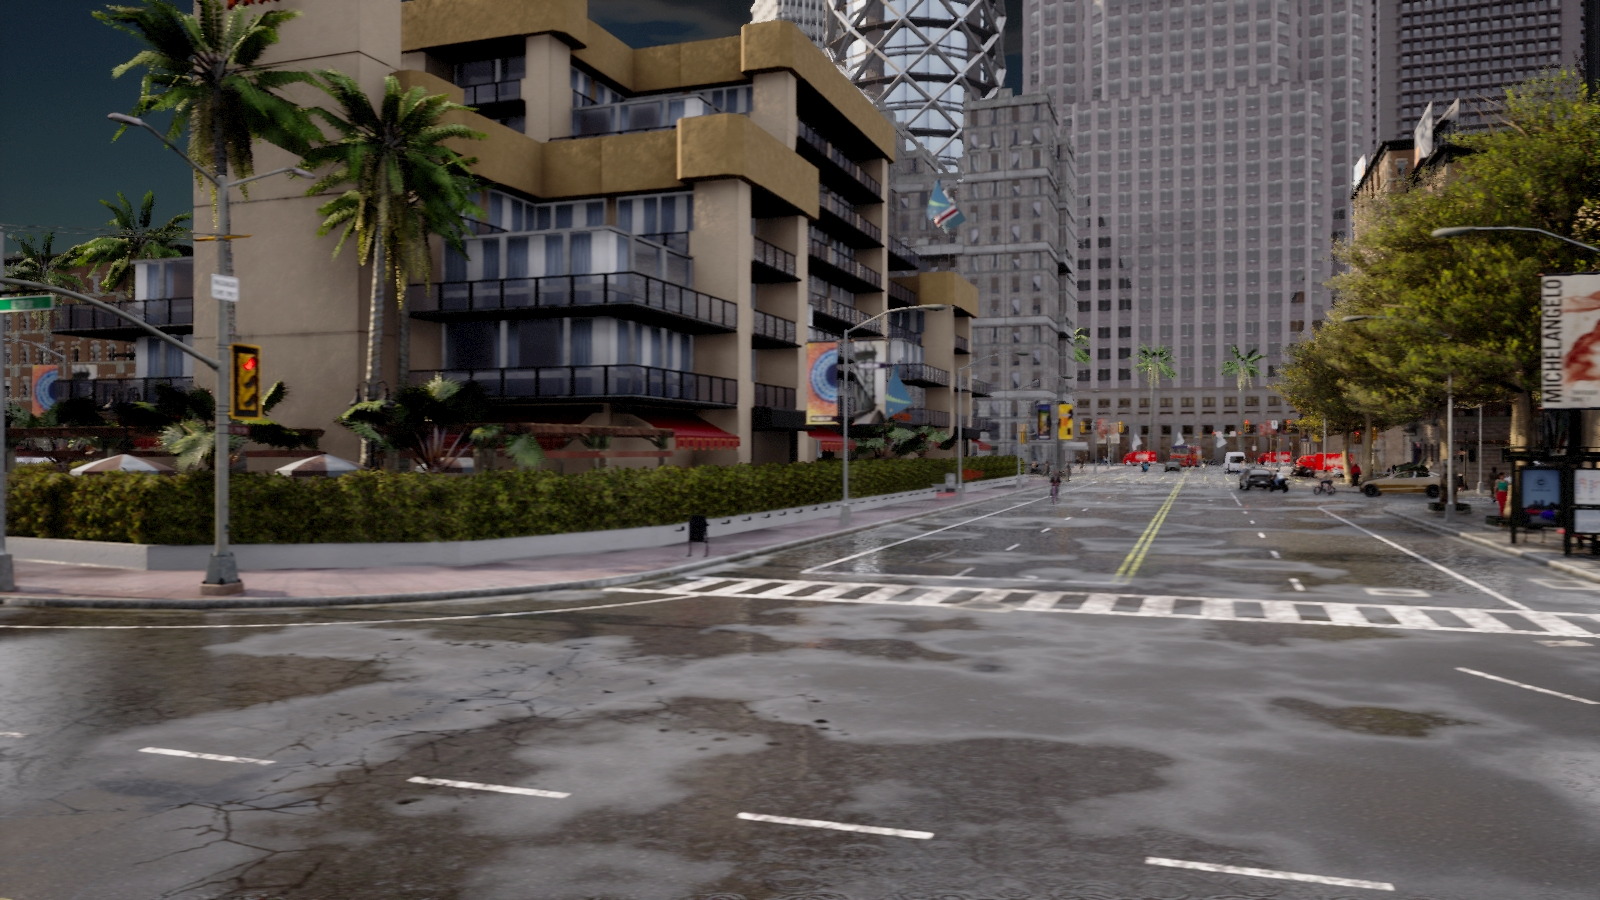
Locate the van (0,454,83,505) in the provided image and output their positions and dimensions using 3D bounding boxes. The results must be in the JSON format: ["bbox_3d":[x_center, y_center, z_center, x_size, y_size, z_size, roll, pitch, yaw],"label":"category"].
[{"bbox_3d":[-41.453,1.535,61.399,1.988,2.561,5.915,0,0,2],"label":"van"}]

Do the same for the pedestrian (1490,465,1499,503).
[{"bbox_3d":[34.559,1.696,56.861,0.375,1.860,0.375,0,0,36],"label":"pedestrian"}]

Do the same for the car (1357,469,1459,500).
[{"bbox_3d":[35.700,1.992,67.186,5.027,1.651,2.152,0,0,37],"label":"car"}]

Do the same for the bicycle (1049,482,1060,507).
[{"bbox_3d":[12.647,2.210,56.747,0.329,1.171,1.835,0,0,20],"label":"bicycle"}]

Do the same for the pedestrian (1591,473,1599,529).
[{"bbox_3d":[26.538,1.696,37.972,0.375,1.860,0.375,0,0,26],"label":"pedestrian"}]

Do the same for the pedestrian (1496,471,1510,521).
[{"bbox_3d":[26.054,1.699,42.354,0.375,1.860,0.375,0,0,22],"label":"pedestrian"}]
